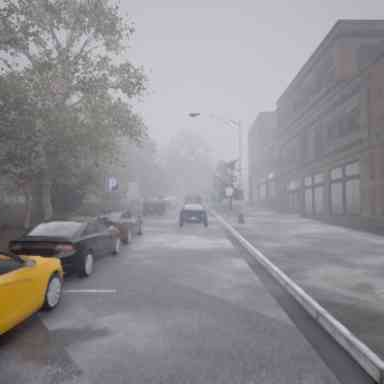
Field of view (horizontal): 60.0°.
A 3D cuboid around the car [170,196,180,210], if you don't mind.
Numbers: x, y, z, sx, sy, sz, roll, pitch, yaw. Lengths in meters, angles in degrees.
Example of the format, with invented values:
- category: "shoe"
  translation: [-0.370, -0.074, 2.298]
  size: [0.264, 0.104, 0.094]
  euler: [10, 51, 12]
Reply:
- category: "car"
  translation: [-3.405, 1.346, 49.810]
  size: [2.185, 1.767, 4.553]
  euler: [-1, 1, 2]

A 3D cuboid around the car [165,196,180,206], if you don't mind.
- category: "car"
  translation: [-3.164, 1.449, 55.512]
  size: [2.097, 1.535, 5.008]
  euler: [0, 0, 2]

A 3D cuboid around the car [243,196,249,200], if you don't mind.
- category: "car"
  translation: [14.485, 1.794, 90.050]
  size: [5.008, 1.535, 2.097]
  euler: [1, -3, -40]

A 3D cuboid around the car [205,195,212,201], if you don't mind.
- category: "car"
  translation: [3.408, 1.538, 77.061]
  size: [2.231, 1.521, 4.892]
  euler: [-2, -1, 29]

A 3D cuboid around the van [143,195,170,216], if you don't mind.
- category: "van"
  translation: [-3.629, 1.296, 32.848]
  size: [1.878, 1.987, 4.442]
  euler: [1, 0, 2]

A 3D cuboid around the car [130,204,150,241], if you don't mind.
- category: "car"
  translation: [-3.648, 1.544, 16.043]
  size: [2.163, 1.488, 4.792]
  euler: [0, 0, 2]

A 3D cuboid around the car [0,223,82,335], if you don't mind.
- category: "car"
  translation: [-3.638, 1.491, 4.875]
  size: [2.097, 1.535, 5.008]
  euler: [1, 0, 2]

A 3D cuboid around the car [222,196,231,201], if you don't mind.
- category: "car"
  translation: [6.846, 1.602, 81.807]
  size: [2.097, 1.535, 5.008]
  euler: [-3, -4, 36]

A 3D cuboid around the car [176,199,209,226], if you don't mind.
- category: "car"
  translation: [0.100, 1.525, 23.745]
  size: [1.882, 1.535, 5.008]
  euler: [0, 0, 0]

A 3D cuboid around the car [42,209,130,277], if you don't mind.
- category: "car"
  translation: [-3.645, 1.503, 10.436]
  size: [2.097, 1.535, 5.008]
  euler: [0, 0, 2]

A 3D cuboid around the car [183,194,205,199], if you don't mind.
- category: "car"
  translation: [0.101, 1.235, 41.793]
  size: [2.150, 2.045, 5.566]
  euler: [0, 0, 0]

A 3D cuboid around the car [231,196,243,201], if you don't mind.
- category: "car"
  translation: [10.374, 1.695, 86.255]
  size: [2.231, 1.521, 4.892]
  euler: [-4, -3, 42]
